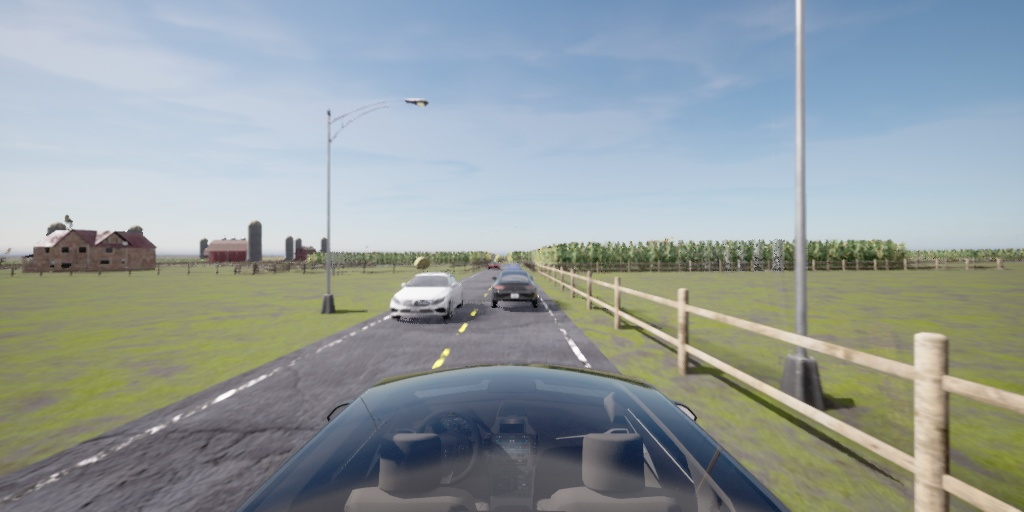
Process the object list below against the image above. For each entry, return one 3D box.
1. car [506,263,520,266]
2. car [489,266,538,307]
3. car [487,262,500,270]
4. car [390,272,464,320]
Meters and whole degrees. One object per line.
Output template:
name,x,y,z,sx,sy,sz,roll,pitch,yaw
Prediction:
car,0.106,1.428,36.902,2.033,1.411,5.357,0,0,0
car,0.104,1.326,15.649,1.812,1.442,4.674,0,0,0
car,-2.795,1.555,55.531,1.895,1.301,4.718,0,0,1
car,-2.847,1.316,12.915,1.812,1.442,4.674,0,0,0
